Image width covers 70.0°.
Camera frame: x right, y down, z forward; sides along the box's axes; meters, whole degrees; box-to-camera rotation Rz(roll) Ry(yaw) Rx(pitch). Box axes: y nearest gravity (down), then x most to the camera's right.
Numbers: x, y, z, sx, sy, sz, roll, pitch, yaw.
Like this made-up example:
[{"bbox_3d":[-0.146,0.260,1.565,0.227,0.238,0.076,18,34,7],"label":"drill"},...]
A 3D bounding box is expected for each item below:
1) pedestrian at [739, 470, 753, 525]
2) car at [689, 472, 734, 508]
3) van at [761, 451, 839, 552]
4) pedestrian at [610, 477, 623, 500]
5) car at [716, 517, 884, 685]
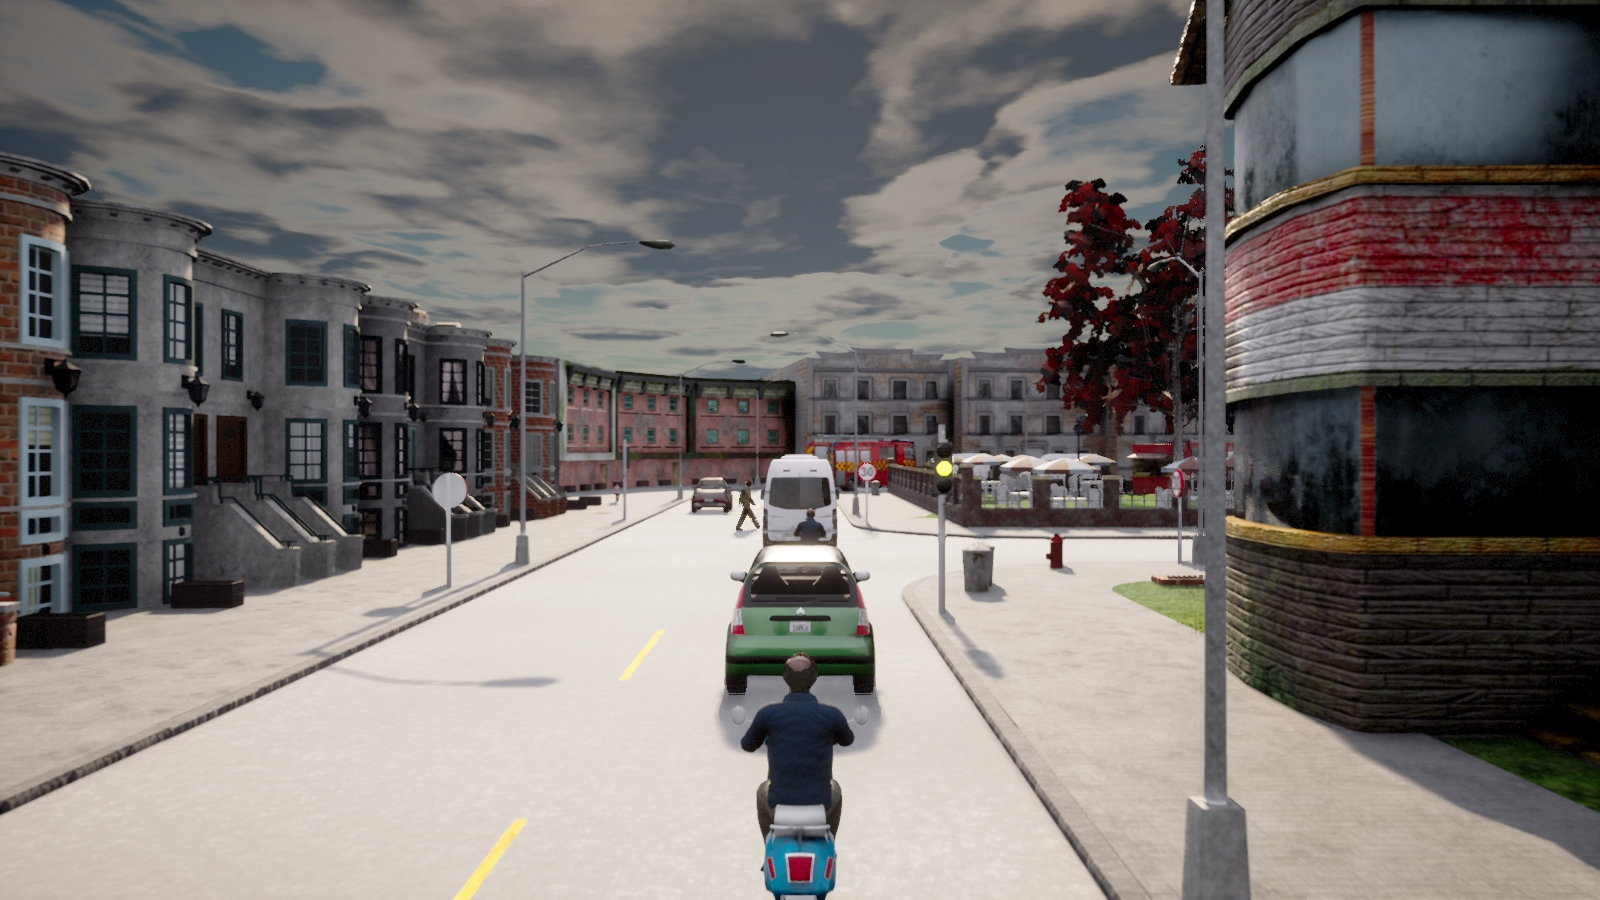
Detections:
[{"bbox_3d":[-1.861,1.627,39.088,0.375,1.860,0.375,0,0,-20],"label":"pedestrian"},{"bbox_3d":[-4.013,1.804,52.241,1.789,1.549,3.705,0,0,0],"label":"car"},{"bbox_3d":[-0.008,1.313,31.958,1.988,2.561,5.915,0,0,0],"label":"van"},{"bbox_3d":[-9.113,1.904,56.738,0.500,1.100,0.500,0,0,-22],"label":"pedestrian"},{"bbox_3d":[-0.001,1.779,14.562,1.851,1.617,3.988,0,0,0],"label":"car"}]
